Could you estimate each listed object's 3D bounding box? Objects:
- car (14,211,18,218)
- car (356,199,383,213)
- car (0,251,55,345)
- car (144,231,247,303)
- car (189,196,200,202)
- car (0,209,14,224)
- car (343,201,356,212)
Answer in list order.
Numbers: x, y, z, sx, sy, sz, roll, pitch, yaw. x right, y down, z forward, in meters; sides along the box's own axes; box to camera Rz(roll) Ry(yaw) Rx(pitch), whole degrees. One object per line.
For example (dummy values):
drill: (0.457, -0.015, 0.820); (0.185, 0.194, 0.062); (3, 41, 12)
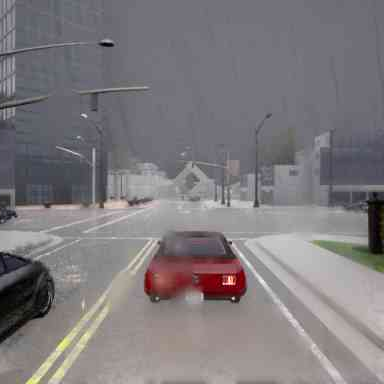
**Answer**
car: (-16.974, 1.661, 26.583); (5.357, 1.411, 2.033); (-1, 0, 0)
car: (19.883, 1.480, 34.078); (4.674, 1.442, 1.812); (0, 0, 0)
car: (-3.590, 1.564, 4.626); (1.994, 1.385, 4.181); (0, 0, 0)
car: (0.072, 1.601, 8.177); (1.895, 1.301, 4.718); (0, 0, 0)
car: (0.678, 1.540, 77.376); (2.033, 1.411, 5.357); (0, 0, 12)
car: (-15.353, 1.447, 23.093); (4.553, 1.767, 2.097); (-1, 0, 0)
car: (19.380, 1.520, 37.573); (4.181, 1.385, 1.994); (0, 0, -1)
